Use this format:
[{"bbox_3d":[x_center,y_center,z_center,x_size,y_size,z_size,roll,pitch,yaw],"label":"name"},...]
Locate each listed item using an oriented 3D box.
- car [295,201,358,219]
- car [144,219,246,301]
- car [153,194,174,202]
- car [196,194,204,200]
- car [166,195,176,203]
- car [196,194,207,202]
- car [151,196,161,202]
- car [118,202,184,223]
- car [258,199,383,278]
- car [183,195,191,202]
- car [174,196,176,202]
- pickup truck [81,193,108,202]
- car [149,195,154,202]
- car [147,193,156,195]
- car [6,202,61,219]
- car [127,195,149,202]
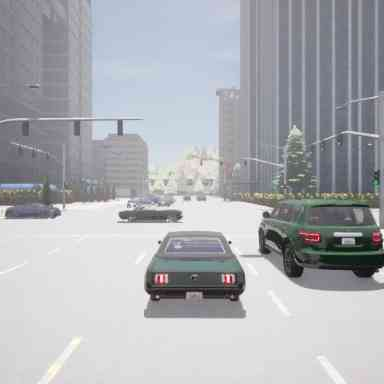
[{"bbox_3d":[11.382,1.525,28.352,4.674,1.442,1.812,0,0,0],"label":"car"},{"bbox_3d":[0.066,1.601,8.267,1.895,1.301,4.718,0,0,0],"label":"car"},{"bbox_3d":[-4.386,1.491,52.220,2.128,1.511,4.902,0,0,-1],"label":"car"},{"bbox_3d":[2.148,1.386,89.013,1.882,1.535,5.008,0,0,-1],"label":"car"},{"bbox_3d":[-4.607,1.478,72.784,1.882,1.535,5.008,0,0,-1],"label":"car"},{"bbox_3d":[2.304,1.348,78.733,2.097,1.767,4.553,0,0,-1],"label":"car"},{"bbox_3d":[-8.153,1.550,75.766,1.994,1.385,4.181,0,0,-1],"label":"car"},{"bbox_3d":[-2.966,1.601,24.729,4.718,1.301,1.895,0,0,0],"label":"car"},{"bbox_3d":[3.576,1.221,10.299,2.150,2.045,5.566,0,0,0],"label":"car"},{"bbox_3d":[-1.192,1.500,78.461,1.837,1.490,4.892,0,0,-1],"label":"car"},{"bbox_3d":[-4.511,1.491,62.475,2.128,1.511,4.902,0,0,0],"label":"car"},{"bbox_3d":[-21.238,1.059,73.302,2.390,2.098,6.274,0,0,30],"label":"pickup truck"},{"bbox_3d":[-7.931,1.564,55.468,1.994,1.385,4.181,0,0,-1],"label":"car"},{"bbox_3d":[-8.031,1.223,65.895,2.150,2.045,5.566,0,0,0],"label":"car"},{"bbox_3d":[-13.345,1.564,28.139,4.181,1.385,1.994,0,0,-1],"label":"car"},{"bbox_3d":[-7.864,1.491,46.557,2.128,1.511,4.902,0,0,1],"label":"car"}]
